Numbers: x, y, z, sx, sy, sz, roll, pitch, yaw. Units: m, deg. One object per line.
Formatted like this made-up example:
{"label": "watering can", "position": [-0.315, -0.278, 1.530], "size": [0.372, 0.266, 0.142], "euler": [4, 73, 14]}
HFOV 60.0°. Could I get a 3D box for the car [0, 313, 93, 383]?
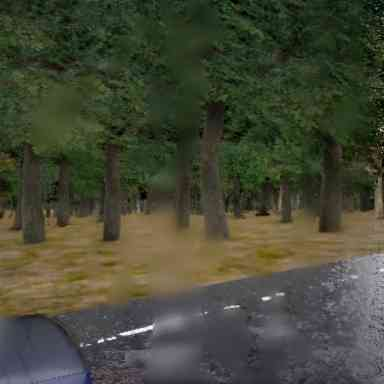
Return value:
{"label": "car", "position": [-3.146, 1.531, 1.547], "size": [5.357, 1.411, 2.033], "euler": [0, 0, -36]}
